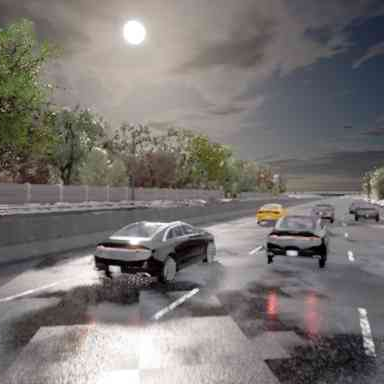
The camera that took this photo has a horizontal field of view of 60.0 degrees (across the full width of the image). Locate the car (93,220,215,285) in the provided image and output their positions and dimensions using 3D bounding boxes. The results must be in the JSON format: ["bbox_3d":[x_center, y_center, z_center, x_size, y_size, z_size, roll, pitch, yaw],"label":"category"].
[{"bbox_3d":[-0.812,1.586,9.924,2.128,1.511,4.902,0,-1,24],"label":"car"}]

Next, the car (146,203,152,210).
[{"bbox_3d":[-4.501,1.962,45.577,1.812,1.442,4.674,0,-1,24],"label":"car"}]

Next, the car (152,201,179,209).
[{"bbox_3d":[-2.650,1.896,41.088,1.837,1.490,4.892,0,-1,24],"label":"car"}]

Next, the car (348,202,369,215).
[{"bbox_3d":[19.589,1.919,39.233,1.994,1.385,4.181,0,-1,24],"label":"car"}]

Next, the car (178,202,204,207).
[{"bbox_3d":[0.479,1.937,39.503,1.994,1.385,4.181,0,-1,24],"label":"car"}]

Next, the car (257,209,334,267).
[{"bbox_3d":[3.917,1.601,11.990,2.128,1.511,4.902,0,-1,24],"label":"car"}]

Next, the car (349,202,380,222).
[{"bbox_3d":[15.294,1.754,29.326,2.128,1.511,4.902,0,-1,24],"label":"car"}]

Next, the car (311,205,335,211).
[{"bbox_3d":[11.283,1.809,28.790,2.033,1.411,5.357,0,-1,24],"label":"car"}]

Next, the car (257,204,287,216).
[{"bbox_3d":[6.564,1.724,26.744,1.882,1.535,5.008,0,-1,24],"label":"car"}]
